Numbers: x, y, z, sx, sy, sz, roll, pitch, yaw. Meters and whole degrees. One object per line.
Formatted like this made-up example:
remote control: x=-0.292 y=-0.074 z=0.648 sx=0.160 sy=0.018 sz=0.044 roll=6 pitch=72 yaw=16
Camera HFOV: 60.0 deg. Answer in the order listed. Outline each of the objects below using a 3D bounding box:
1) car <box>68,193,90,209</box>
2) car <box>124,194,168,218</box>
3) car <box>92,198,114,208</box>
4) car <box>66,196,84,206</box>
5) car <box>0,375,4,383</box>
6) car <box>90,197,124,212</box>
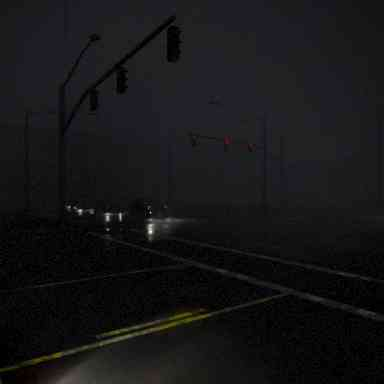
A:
car: x=-15.569 y=1.221 z=46.641 sx=2.150 sy=2.045 sz=5.566 roll=0 pitch=0 yaw=-33
car: x=-4.054 y=1.352 z=30.447 sx=2.097 sy=1.767 sz=4.553 roll=0 pitch=0 yaw=-36
car: x=-13.538 y=1.601 z=50.243 sx=1.895 sy=1.301 sz=4.718 roll=0 pitch=0 yaw=-32
car: x=-19.602 y=1.492 z=56.030 sx=2.128 sy=1.511 sz=4.902 roll=0 pitch=0 yaw=-10
car: x=-3.664 y=1.547 z=1.195 sx=5.357 sy=1.411 sz=2.033 roll=0 pitch=0 yaw=-35
car: x=-9.832 y=1.526 z=38.456 sx=1.812 sy=1.442 sz=4.674 roll=0 pitch=0 yaw=-36
